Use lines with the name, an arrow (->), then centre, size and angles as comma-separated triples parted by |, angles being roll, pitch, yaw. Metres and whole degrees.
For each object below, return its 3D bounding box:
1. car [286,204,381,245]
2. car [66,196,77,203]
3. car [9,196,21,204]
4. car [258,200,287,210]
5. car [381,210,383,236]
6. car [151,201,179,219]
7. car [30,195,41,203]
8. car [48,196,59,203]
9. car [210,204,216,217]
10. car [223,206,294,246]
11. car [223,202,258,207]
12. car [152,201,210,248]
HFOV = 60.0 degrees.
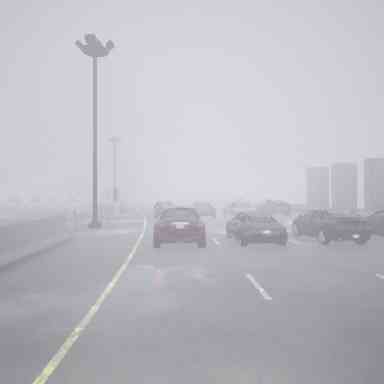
car -> 6.332, 1.516, 15.654 | 1.837, 1.490, 4.892 | 0, 0, -5
car -> -25.470, 1.551, 70.367 | 1.994, 1.385, 4.181 | 0, 0, -24
car -> -35.000, 1.515, 65.949 | 2.033, 1.411, 5.357 | 0, 0, -24
car -> 7.784, 1.495, 32.127 | 2.128, 1.511, 4.902 | 0, 0, -10
car -> 9.820, 1.563, 15.945 | 2.033, 1.411, 5.357 | 0, 0, -5
car -> -2.570, 1.563, 30.383 | 2.033, 1.411, 5.357 | 0, 0, -10
car -> -31.825, 1.470, 67.421 | 1.837, 1.490, 4.892 | 0, 0, -24
car -> -28.649, 1.505, 68.892 | 2.033, 1.411, 5.357 | 0, 0, -24
car -> 0.881, 1.572, 30.964 | 1.994, 1.385, 4.181 | 0, 0, -10
car -> 2.844, 1.572, 15.362 | 1.994, 1.385, 4.181 | 0, 0, -5
car -> 4.327, 1.616, 31.575 | 1.895, 1.301, 4.718 | 0, 0, -10
car -> -0.641, 1.365, 15.040 | 2.097, 1.767, 4.553 | 0, 0, -5
